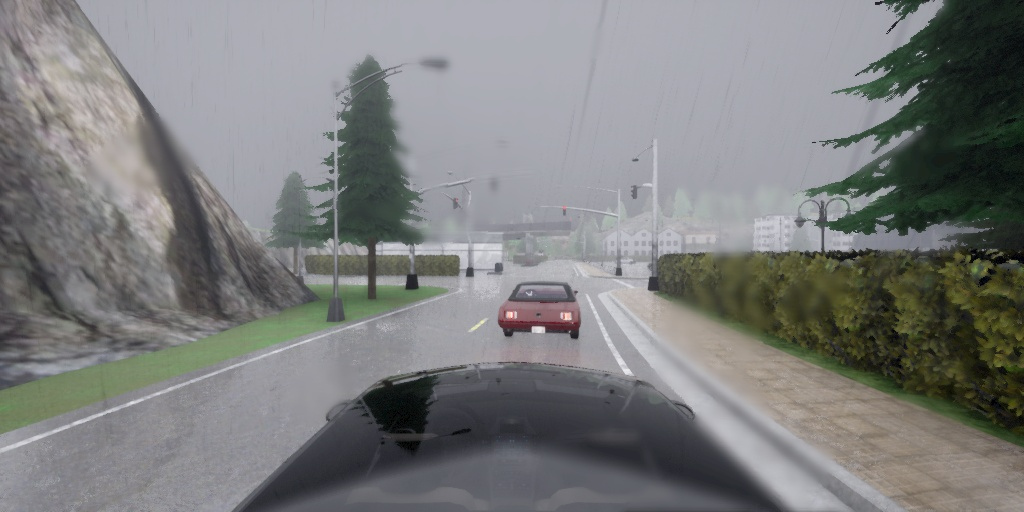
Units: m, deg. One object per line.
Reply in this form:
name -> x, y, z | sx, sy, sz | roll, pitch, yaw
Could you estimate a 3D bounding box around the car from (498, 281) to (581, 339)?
car -> 0.918, 1.350, 10.149 | 1.895, 1.301, 4.718 | 0, 0, 8
